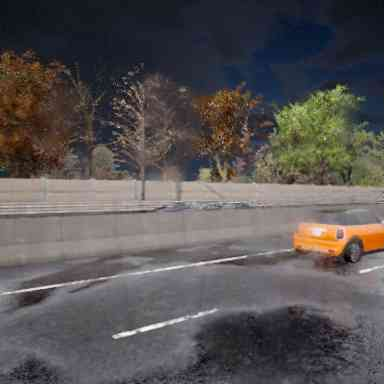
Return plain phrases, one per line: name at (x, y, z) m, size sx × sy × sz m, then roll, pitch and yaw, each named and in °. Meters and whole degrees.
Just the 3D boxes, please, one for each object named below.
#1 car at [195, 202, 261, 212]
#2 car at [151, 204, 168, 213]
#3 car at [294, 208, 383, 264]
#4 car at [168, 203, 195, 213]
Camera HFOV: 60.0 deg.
car at (2.885, 1.549, 23.248) m, size 4.892 × 1.490 × 1.837 m, roll 0°, pitch 0°, yaw -35°
car at (-1.448, 1.607, 28.755) m, size 4.181 × 1.385 × 1.994 m, roll 0°, pitch 0°, yaw -35°
car at (5.857, 1.384, 12.228) m, size 4.553 × 1.767 × 2.097 m, roll 0°, pitch 0°, yaw -36°
car at (0.967, 1.536, 26.179) m, size 4.902 × 1.511 × 2.128 m, roll 0°, pitch 0°, yaw -35°
